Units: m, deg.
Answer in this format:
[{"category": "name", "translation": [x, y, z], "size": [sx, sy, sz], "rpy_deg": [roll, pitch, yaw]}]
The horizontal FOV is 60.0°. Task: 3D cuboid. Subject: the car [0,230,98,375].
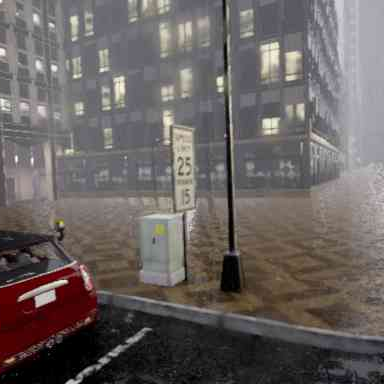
[{"category": "car", "translation": [-3.438, 1.293, 4.844], "size": [4.097, 1.590, 1.967], "rpy_deg": [0, 3, 28]}]
